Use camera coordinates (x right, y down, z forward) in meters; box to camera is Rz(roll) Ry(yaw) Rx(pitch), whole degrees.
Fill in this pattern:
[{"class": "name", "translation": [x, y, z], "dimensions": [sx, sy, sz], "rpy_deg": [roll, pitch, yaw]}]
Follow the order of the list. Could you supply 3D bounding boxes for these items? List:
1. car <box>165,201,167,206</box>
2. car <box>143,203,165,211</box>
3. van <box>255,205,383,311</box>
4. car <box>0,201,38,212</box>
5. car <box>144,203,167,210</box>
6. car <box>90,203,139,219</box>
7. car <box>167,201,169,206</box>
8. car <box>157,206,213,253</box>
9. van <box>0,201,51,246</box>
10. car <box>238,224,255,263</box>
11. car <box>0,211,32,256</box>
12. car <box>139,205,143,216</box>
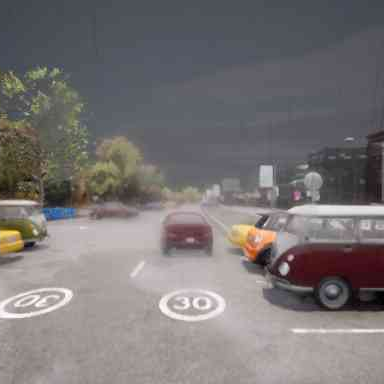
[{"class": "car", "translation": [-7.902, 2.934, 65.313], "dimensions": [4.892, 1.521, 2.231], "rpy_deg": [0, -2, 1]}, {"class": "car", "translation": [-7.942, 2.878, 62.037], "dimensions": [4.674, 1.452, 2.002], "rpy_deg": [0, -2, 1]}, {"class": "van", "translation": [3.819, 1.282, 7.121], "dimensions": [4.442, 1.987, 1.878], "rpy_deg": [0, 0, 0]}, {"class": "car", "translation": [-25.784, 2.144, 49.535], "dimensions": [4.892, 1.490, 1.837], "rpy_deg": [1, 1, 1]}, {"class": "car", "translation": [-7.830, 3.160, 71.731], "dimensions": [4.674, 1.452, 2.002], "rpy_deg": [0, -2, 1]}, {"class": "car", "translation": [-8.224, 2.078, 34.544], "dimensions": [4.674, 1.452, 2.002], "rpy_deg": [0, -2, 0]}, {"class": "car", "translation": [-7.875, 3.028, 68.585], "dimensions": [5.008, 1.535, 2.097], "rpy_deg": [0, -2, 1]}, {"class": "car", "translation": [-0.369, 1.579, 14.261], "dimensions": [1.882, 1.535, 5.008], "rpy_deg": [0, 0, -7]}, {"class": "van", "translation": [-8.197, 1.350, 13.759], "dimensions": [4.442, 1.987, 1.878], "rpy_deg": [0, -1, 0]}, {"class": "car", "translation": [3.913, 1.406, 10.157], "dimensions": [4.553, 1.767, 2.185], "rpy_deg": [0, -1, 0]}, {"class": "car", "translation": [-8.507, 1.539, 10.963], "dimensions": [5.366, 1.575, 1.946], "rpy_deg": [0, -1, 0]}, {"class": "car", "translation": [-8.260, 2.003, 37.719], "dimensions": [4.553, 1.767, 2.185], "rpy_deg": [0, -2, 0]}]
